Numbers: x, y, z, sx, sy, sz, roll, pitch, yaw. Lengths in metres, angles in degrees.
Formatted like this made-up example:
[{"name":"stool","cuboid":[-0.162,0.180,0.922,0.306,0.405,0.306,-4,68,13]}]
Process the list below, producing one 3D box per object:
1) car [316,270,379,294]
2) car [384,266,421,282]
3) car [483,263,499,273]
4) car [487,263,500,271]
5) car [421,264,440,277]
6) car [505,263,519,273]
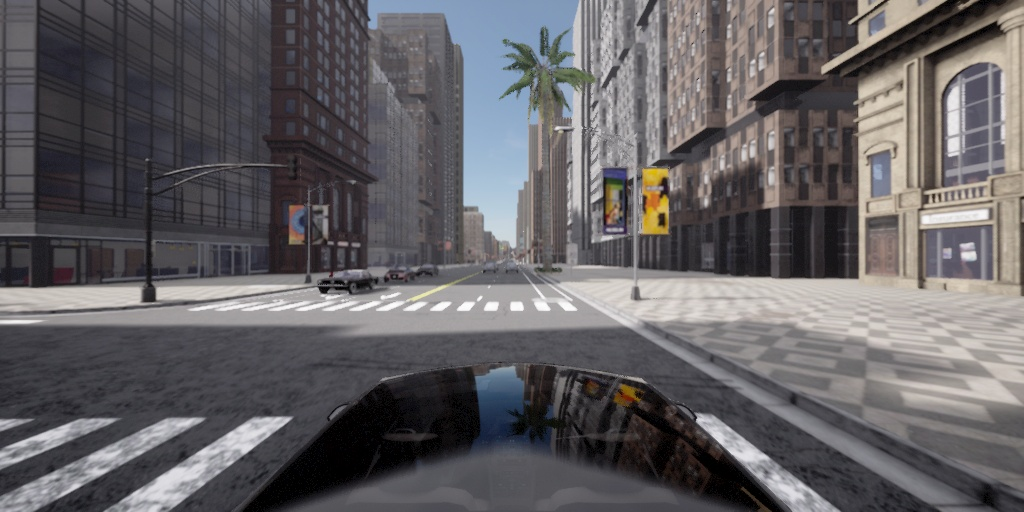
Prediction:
[{"name":"car","cuboid":[-9.849,1.525,21.858,1.895,1.301,4.718,0,-1,0]},{"name":"car","cuboid":[-9.856,1.577,31.895,1.994,1.385,4.181,0,-1,-1]},{"name":"car","cuboid":[-3.248,1.757,52.334,2.033,1.411,5.357,0,-1,0]},{"name":"car","cuboid":[-3.247,1.867,62.756,2.033,1.411,5.357,0,-1,0]},{"name":"car","cuboid":[-9.843,1.659,42.507,2.033,1.411,5.357,0,-1,0]},{"name":"car","cuboid":[0.002,1.757,52.334,2.033,1.411,5.357,0,-1,0]}]
